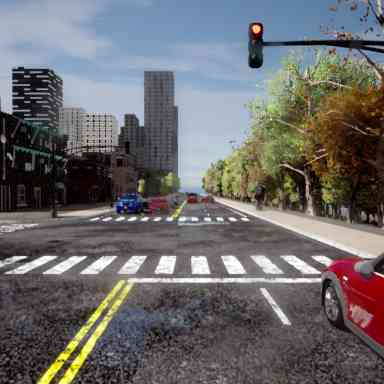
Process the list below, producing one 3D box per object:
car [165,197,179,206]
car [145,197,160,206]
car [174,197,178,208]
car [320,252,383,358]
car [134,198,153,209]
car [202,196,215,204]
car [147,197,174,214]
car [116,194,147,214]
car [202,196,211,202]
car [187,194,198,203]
[{"bbox_3d":[-3.299,1.521,56.002,2.033,1.411,5.357,0,0,0],"label":"car"},{"bbox_3d":[-6.546,1.538,55.558,1.994,1.385,4.181,0,0,1],"label":"car"},{"bbox_3d":[-3.311,1.527,45.429,2.033,1.411,5.357,0,0,0],"label":"car"},{"bbox_3d":[3.350,1.351,4.160,2.097,1.767,4.553,0,0,0],"label":"car"},{"bbox_3d":[-6.563,1.581,45.529,1.895,1.301,4.718,0,0,0],"label":"car"},{"bbox_3d":[3.379,1.446,65.332,1.882,1.535,5.008,0,0,0],"label":"car"},{"bbox_3d":[-3.321,1.463,35.530,1.882,1.535,5.008,0,0,0],"label":"car"},{"bbox_3d":[-6.568,1.207,35.782,2.150,2.045,5.566,0,0,0],"label":"car"},{"bbox_3d":[3.285,1.515,75.475,1.994,1.385,4.181,0,0,0],"label":"car"},{"bbox_3d":[0.124,1.532,65.690,1.994,1.385,4.181,0,0,1],"label":"car"}]
